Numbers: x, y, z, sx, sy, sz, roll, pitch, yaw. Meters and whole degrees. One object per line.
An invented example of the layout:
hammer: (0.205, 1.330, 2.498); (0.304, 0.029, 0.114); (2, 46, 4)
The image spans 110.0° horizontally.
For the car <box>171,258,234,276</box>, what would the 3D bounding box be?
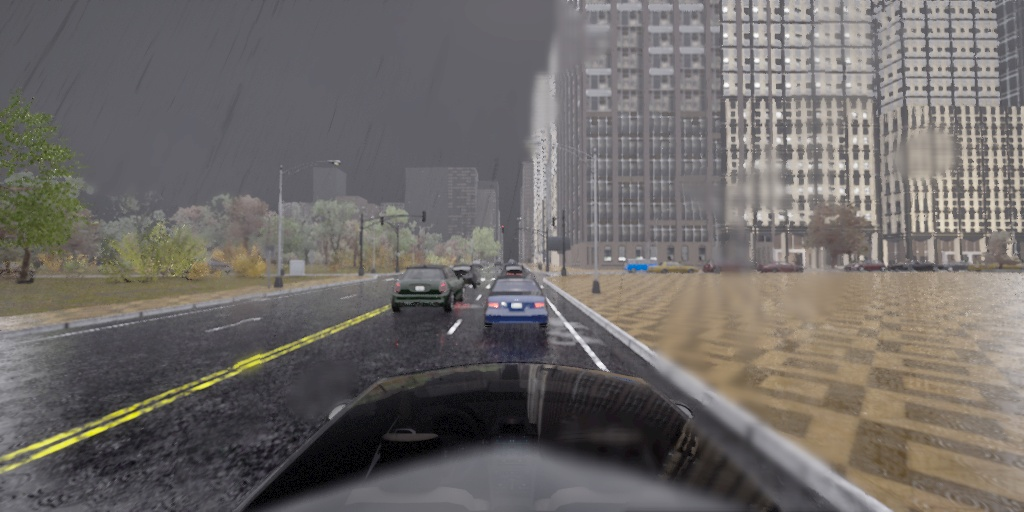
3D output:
car: (-32.847, 1.207, 38.082); (5.566, 2.045, 2.150); (0, -2, 0)

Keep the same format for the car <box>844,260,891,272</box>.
car: (43.918, 1.207, 44.699); (4.097, 1.591, 1.967); (0, 0, -1)

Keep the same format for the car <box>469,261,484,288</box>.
car: (-3.147, 1.308, 24.034); (1.837, 1.490, 4.892); (0, 0, 0)

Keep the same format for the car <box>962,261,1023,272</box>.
car: (49.834, 1.011, 36.736); (4.829, 1.417, 1.751); (0, 0, -1)

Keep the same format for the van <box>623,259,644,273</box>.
van: (15.951, 1.240, 44.362); (3.998, 1.789, 1.690); (0, 0, -1)

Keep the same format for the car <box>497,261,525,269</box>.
car: (0.105, 1.309, 24.436); (1.837, 1.490, 4.892); (0, 0, -1)

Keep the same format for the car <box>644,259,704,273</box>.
car: (16.330, 1.168, 36.344); (4.829, 1.417, 1.751); (0, 0, -1)

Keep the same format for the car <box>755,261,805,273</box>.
car: (27.328, 1.169, 36.477); (4.207, 1.307, 1.802); (0, 0, -1)

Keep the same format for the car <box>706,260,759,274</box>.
car: (25.712, 1.259, 41.890); (4.902, 1.511, 2.128); (0, -2, -1)

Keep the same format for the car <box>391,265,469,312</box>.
car: (-3.150, 1.126, 14.352); (2.097, 1.767, 4.553); (0, 0, 0)

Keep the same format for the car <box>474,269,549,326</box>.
car: (0.104, 1.315, 11.657); (2.033, 1.411, 5.357); (0, 0, 0)

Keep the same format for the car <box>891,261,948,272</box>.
car: (47.290, 1.267, 42.052); (4.718, 1.301, 1.895); (0, -2, -1)

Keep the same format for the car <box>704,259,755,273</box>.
car: (21.744, 1.054, 36.409); (4.097, 1.591, 1.967); (0, 0, -1)
